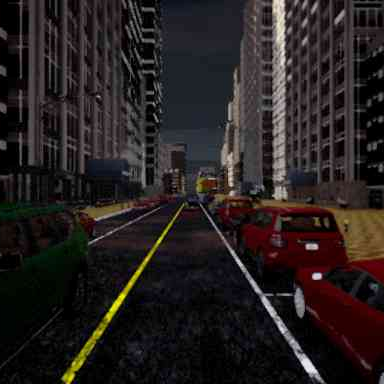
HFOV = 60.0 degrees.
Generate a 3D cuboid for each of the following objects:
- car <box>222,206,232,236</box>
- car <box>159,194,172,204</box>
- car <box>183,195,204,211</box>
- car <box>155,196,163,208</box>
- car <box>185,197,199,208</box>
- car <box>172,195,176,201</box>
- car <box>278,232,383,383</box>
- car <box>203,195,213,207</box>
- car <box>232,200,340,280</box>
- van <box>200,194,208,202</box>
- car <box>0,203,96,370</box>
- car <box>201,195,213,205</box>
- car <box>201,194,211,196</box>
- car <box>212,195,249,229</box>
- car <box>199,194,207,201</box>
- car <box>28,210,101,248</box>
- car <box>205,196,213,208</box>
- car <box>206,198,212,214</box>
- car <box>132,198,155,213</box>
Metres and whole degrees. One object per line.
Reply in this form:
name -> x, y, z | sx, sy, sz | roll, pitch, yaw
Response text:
car -> 2.700, 1.565, 15.417 | 1.947, 1.339, 4.313 | 0, 0, 0
car -> -5.660, 1.307, 65.273 | 2.192, 1.841, 5.009 | 0, 0, 0
car -> 0.016, 1.488, 40.342 | 2.128, 1.511, 4.902 | 0, 0, 0
car -> -5.667, 1.577, 48.655 | 1.802, 1.307, 4.206 | 0, 0, 0
car -> 0.021, 1.542, 50.812 | 2.033, 1.411, 5.357 | 0, 0, 0
car -> -5.655, 1.533, 81.891 | 1.887, 1.381, 4.507 | 0, 0, 0
car -> 2.696, 1.545, 4.337 | 1.887, 1.381, 4.507 | 0, 0, 0
car -> 2.713, 1.561, 48.652 | 1.947, 1.339, 4.313 | 0, 0, 0
car -> 2.699, 1.315, 9.877 | 2.192, 1.841, 5.009 | 0, 0, 0
van -> 2.724, 1.331, 76.348 | 1.690, 1.788, 3.998 | 0, 0, 0
car -> -3.082, 1.220, 4.427 | 2.150, 2.045, 5.566 | 0, 0, 0
car -> 2.717, 1.433, 59.730 | 1.967, 1.590, 4.097 | 0, 0, 0
car -> 2.716, 1.309, 54.191 | 2.192, 1.841, 5.009 | 0, 0, 0
car -> 2.704, 1.314, 20.956 | 2.192, 1.841, 5.009 | 0, 0, 0
car -> 2.726, 1.429, 81.888 | 1.967, 1.590, 4.097 | 0, 0, 0
car -> -5.680, 1.581, 15.419 | 1.802, 1.307, 4.206 | 0, 0, 0
car -> 2.709, 1.522, 37.744 | 1.752, 1.417, 4.829 | 0, 0, 0
car -> 2.707, 1.548, 32.034 | 2.008, 1.369, 4.403 | 0, 0, 0
car -> -5.672, 1.579, 37.576 | 1.802, 1.307, 4.206 | 0, 0, 0
